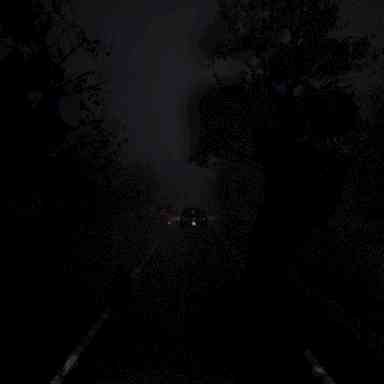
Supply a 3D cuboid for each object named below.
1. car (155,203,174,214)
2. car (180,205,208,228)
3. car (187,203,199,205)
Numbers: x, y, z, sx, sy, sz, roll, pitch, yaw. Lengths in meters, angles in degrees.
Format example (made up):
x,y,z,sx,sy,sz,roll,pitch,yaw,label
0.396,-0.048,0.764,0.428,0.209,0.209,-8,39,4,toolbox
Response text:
x,y,z,sx,sy,sz,roll,pitch,yaw,label
-3.265,1.972,40.406,1.994,1.385,4.181,0,0,1,car
0.128,1.851,24.337,1.895,1.301,4.718,0,-1,0,car
0.175,2.015,41.614,1.895,1.301,4.718,0,0,0,car
